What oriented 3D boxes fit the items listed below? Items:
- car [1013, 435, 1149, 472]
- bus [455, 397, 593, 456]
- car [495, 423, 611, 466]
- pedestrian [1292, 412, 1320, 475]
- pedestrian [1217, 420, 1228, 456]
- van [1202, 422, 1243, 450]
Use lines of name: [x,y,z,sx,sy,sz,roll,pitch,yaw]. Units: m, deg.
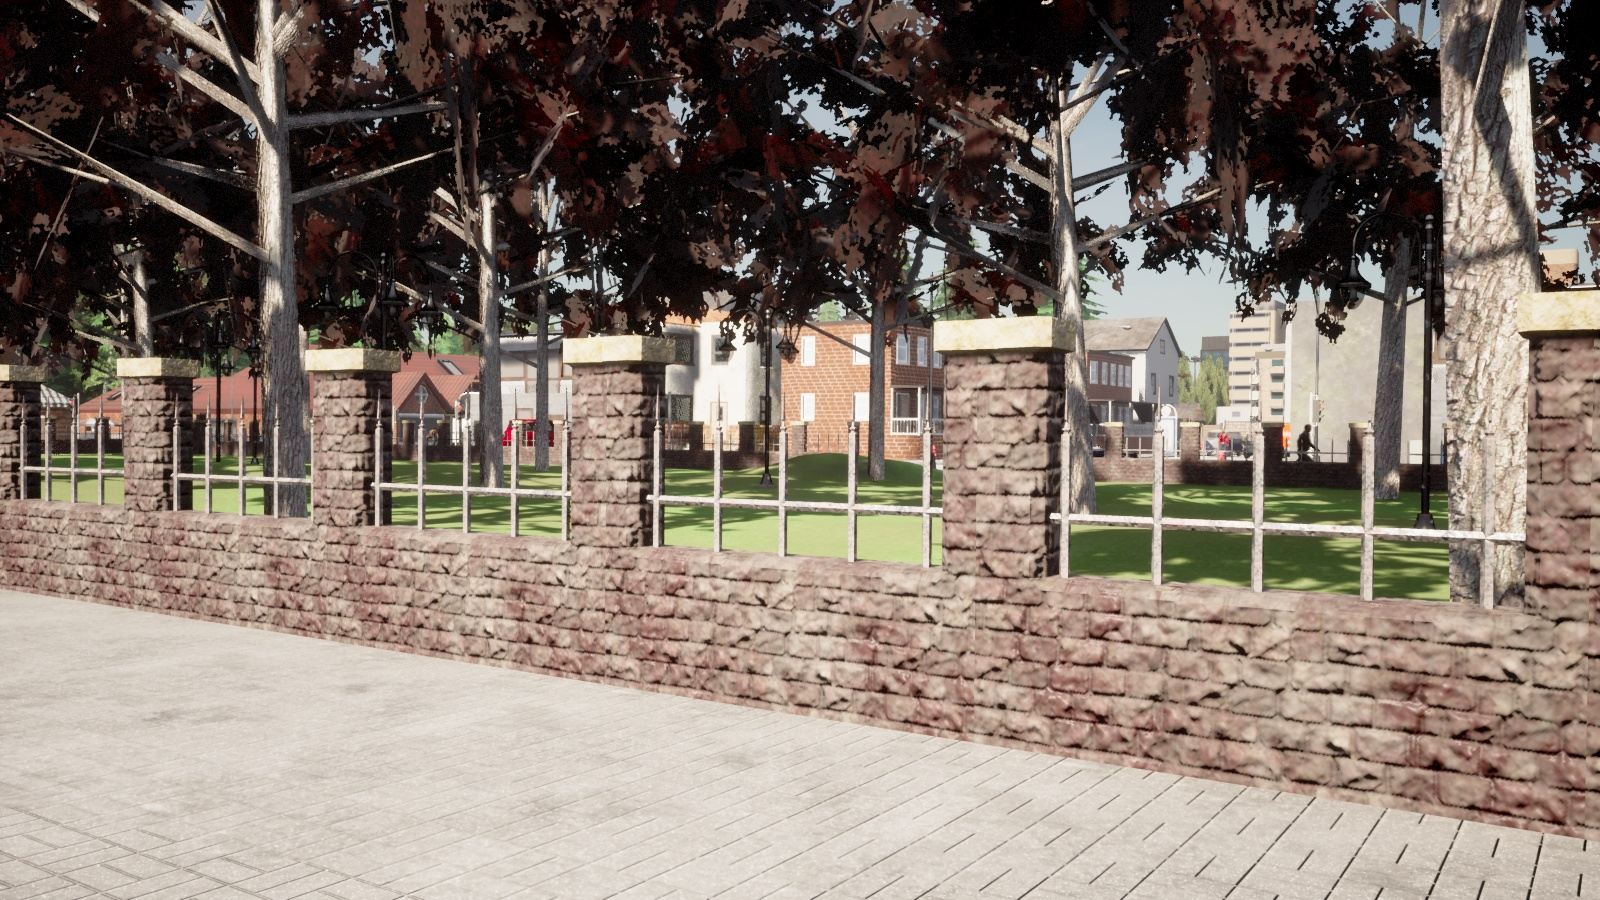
car: [10.457,0.095,47.008,1.895,1.301,4.718,-1,1,-43]
bus: [-20.942,-1.767,96.053,3.944,4.253,10.273,0,1,35]
car: [-12.167,-0.283,61.802,5.566,2.045,2.150,0,1,30]
pedestrian: [15.052,-0.205,37.354,0.720,1.854,0.376,0,1,34]
pedestrian: [21.874,-0.645,65.030,0.331,1.846,0.636,0,1,43]
van: [31.126,-1.059,92.413,1.775,1.987,4.442,0,1,34]
